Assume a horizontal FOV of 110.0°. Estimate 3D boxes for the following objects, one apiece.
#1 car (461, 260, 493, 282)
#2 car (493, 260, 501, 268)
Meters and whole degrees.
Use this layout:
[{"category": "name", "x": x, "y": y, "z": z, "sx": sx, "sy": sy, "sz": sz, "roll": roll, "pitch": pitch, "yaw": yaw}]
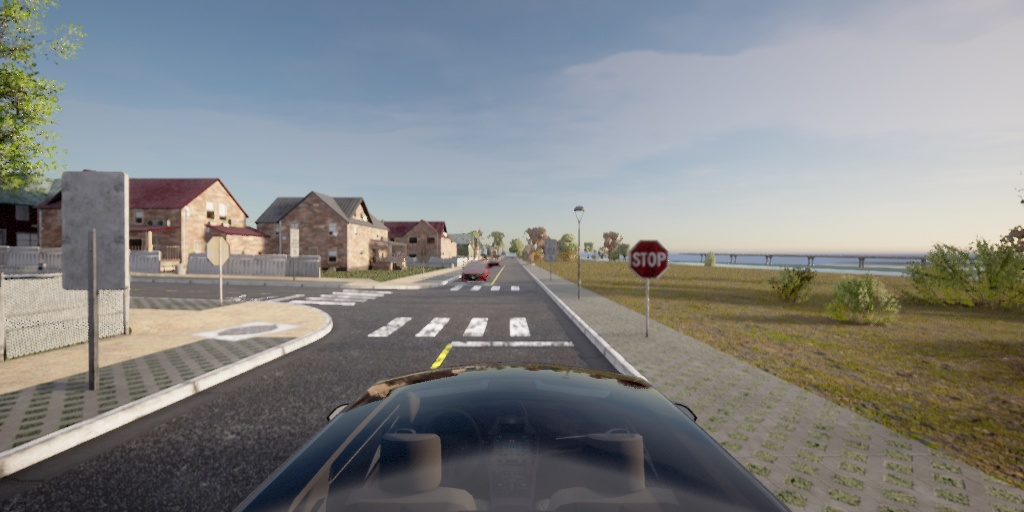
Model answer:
[{"category": "car", "x": -2.748, "y": 1.205, "z": 27.874, "sx": 1.882, "sy": 1.535, "sz": 5.008, "roll": 0, "pitch": 1, "yaw": 0}, {"category": "car", "x": -2.751, "y": 1.212, "z": 56.944, "sx": 1.895, "sy": 1.301, "sz": 4.718, "roll": 0, "pitch": 0, "yaw": 0}]
